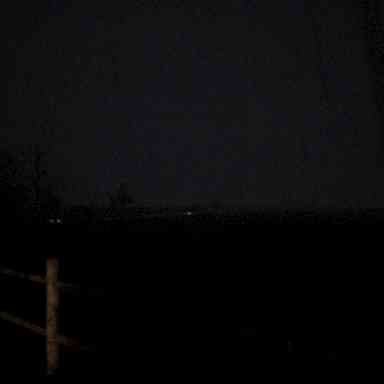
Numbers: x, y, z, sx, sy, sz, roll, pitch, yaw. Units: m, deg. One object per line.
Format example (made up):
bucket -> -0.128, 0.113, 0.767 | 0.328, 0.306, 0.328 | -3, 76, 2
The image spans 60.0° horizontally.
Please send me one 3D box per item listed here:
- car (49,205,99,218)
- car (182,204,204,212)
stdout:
car -> -12.870, 2.158, 36.726 | 2.033, 1.411, 5.357 | 1, -1, 36
car -> 0.182, 2.645, 54.865 | 1.994, 1.385, 4.181 | 1, -1, 36
